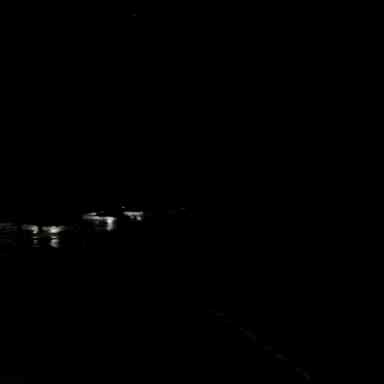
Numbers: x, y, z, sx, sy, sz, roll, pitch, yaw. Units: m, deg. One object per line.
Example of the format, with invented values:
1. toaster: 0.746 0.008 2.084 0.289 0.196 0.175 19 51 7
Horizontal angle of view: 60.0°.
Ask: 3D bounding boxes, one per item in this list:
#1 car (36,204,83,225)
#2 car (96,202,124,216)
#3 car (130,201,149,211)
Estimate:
1. car: -10.917 1.799 27.783 1.882 1.535 5.008 1 -1 9
2. car: -9.371 1.963 38.281 1.837 1.490 4.892 1 -1 9
3. car: -7.730 2.047 49.391 2.128 1.511 4.902 1 0 9
